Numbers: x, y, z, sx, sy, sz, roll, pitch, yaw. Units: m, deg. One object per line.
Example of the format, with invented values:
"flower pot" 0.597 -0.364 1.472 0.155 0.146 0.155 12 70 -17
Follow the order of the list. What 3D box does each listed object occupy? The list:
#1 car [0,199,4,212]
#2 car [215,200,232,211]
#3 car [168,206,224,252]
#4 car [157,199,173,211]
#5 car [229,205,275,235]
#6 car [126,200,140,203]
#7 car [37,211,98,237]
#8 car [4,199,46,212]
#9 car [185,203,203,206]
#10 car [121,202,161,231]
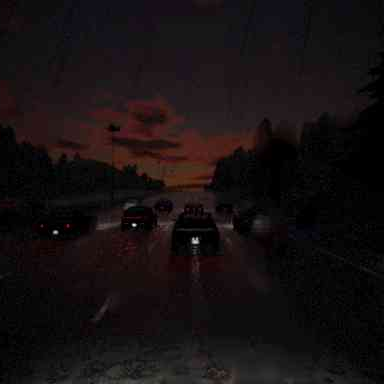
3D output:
"car" -20.996 1.570 37.111 1.882 1.535 5.008 0 0 0
"car" 3.699 1.644 39.016 1.812 1.442 4.674 0 0 0
"car" 0.134 1.617 14.634 2.128 1.511 4.902 0 0 0
"car" -3.299 1.583 39.450 1.882 1.535 5.008 0 1 0
"car" 3.648 1.715 20.190 1.994 1.385 4.181 0 0 0
"car" -6.802 1.631 38.553 1.812 1.442 4.674 0 0 0
"car" -6.856 1.733 18.949 1.895 1.301 4.718 0 0 0
"car" -17.503 1.595 35.729 2.128 1.511 4.902 0 0 0
"car" 0.186 1.737 34.345 1.895 1.301 4.718 0 0 0
"car" -3.348 1.651 21.748 1.837 1.490 4.892 0 0 0
